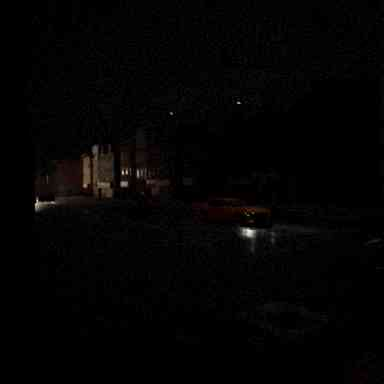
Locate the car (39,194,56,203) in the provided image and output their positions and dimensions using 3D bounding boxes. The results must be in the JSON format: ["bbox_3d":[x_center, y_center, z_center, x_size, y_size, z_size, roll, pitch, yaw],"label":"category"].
[{"bbox_3d":[-24.889,1.056,57.046,2.033,1.411,5.357,-1,1,-36],"label":"car"}]

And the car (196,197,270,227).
[{"bbox_3d":[2.244,1.059,19.300,1.882,1.535,5.008,-1,1,-36],"label":"car"}]
